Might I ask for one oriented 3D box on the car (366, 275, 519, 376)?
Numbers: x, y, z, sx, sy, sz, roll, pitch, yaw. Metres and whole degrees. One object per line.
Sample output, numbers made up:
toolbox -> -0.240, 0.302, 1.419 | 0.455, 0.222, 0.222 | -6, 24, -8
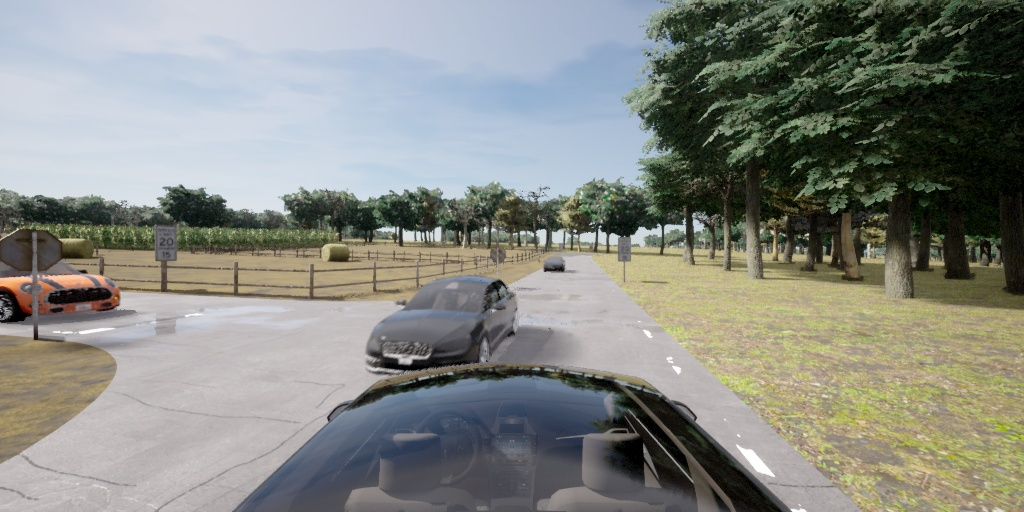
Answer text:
car -> -1.055, 1.209, 7.467 | 1.837, 1.490, 4.892 | 1, 1, 11

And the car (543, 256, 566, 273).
car -> 4.107, 0.788, 34.246 | 1.882, 1.535, 5.008 | 0, 1, 11

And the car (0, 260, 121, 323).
car -> -14.104, 0.798, 10.372 | 4.553, 1.767, 2.097 | 1, 1, 10
